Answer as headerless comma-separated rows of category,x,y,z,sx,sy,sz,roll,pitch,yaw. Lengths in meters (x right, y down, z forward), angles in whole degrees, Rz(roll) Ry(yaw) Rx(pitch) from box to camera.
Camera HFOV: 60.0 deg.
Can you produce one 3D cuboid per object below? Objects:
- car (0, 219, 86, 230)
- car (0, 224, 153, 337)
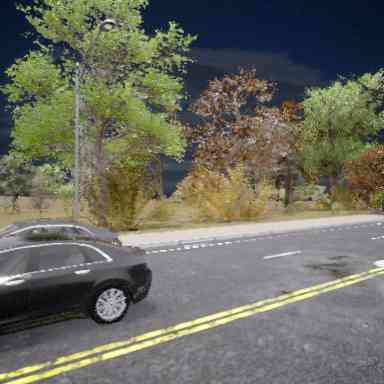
car,-4.229,1.506,8.673,4.902,1.511,2.128,0,0,-36
car,-3.018,1.515,5.542,4.892,1.490,1.837,0,0,-36
